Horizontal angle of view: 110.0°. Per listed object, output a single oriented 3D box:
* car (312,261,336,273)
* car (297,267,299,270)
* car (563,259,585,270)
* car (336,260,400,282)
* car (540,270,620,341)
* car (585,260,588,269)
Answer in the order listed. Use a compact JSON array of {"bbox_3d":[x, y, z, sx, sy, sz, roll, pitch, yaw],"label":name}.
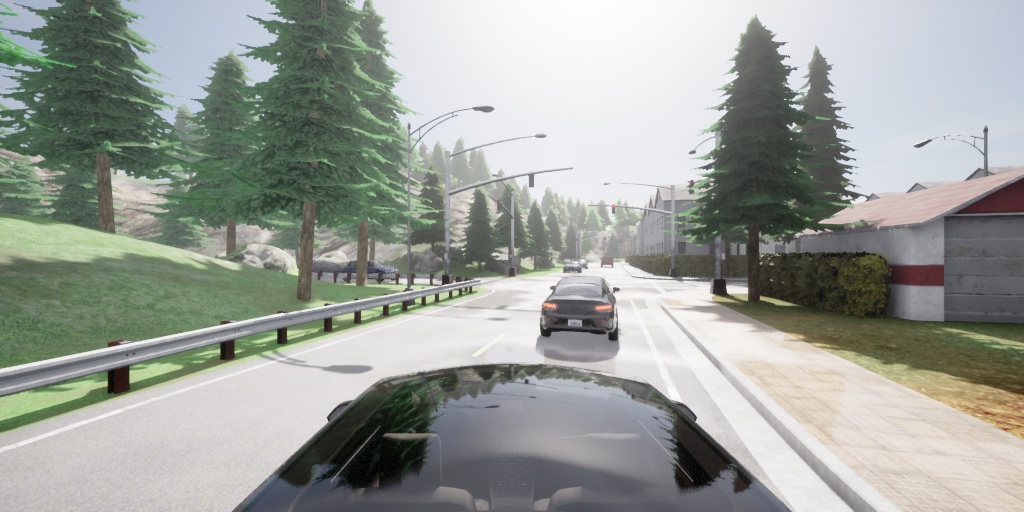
[{"bbox_3d":[-18.860,1.257,34.843,4.902,1.511,2.128,0,0,15],"label":"car"},{"bbox_3d":[-20.890,1.366,31.628,4.718,1.301,1.895,0,0,16],"label":"car"},{"bbox_3d":[7.363,1.314,43.195,1.994,1.385,4.181,0,0,16],"label":"car"},{"bbox_3d":[-11.349,1.117,29.000,4.553,1.767,2.097,0,0,15],"label":"car"},{"bbox_3d":[1.960,1.276,9.924,1.812,1.442,4.674,0,0,15],"label":"car"},{"bbox_3d":[10.529,1.242,54.509,2.128,1.511,4.902,0,0,16],"label":"car"}]
